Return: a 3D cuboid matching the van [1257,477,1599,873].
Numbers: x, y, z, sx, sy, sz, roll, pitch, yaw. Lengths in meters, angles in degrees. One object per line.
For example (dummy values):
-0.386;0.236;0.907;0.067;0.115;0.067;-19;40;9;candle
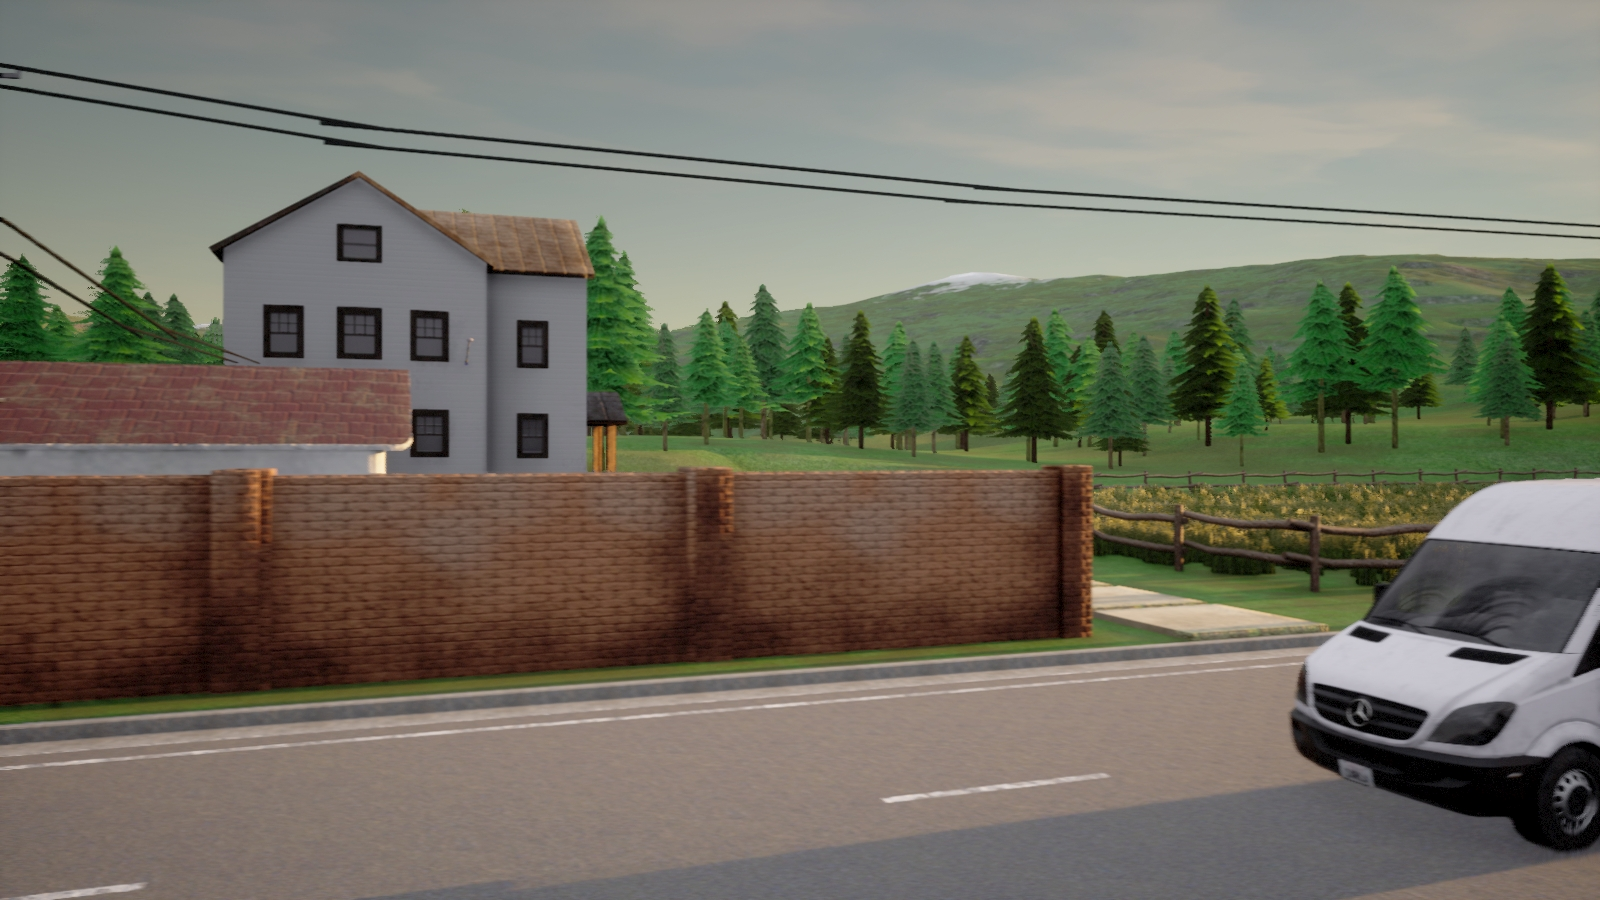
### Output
6.907;1.534;9.544;5.915;2.561;1.988;0;0;-20;van
